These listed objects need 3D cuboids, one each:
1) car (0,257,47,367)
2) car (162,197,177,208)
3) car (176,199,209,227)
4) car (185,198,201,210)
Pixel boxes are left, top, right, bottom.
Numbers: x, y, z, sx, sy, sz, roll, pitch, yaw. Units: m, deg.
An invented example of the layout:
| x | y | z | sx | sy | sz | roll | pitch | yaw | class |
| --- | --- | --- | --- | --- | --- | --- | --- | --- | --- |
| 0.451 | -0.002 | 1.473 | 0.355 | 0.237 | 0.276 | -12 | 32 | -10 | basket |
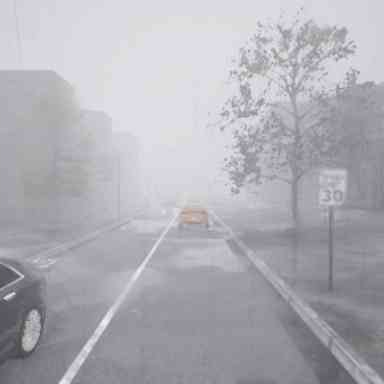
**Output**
| x | y | z | sx | sy | sz | roll | pitch | yaw | class |
| --- | --- | --- | --- | --- | --- | --- | --- | --- | --- |
| -3.099 | 1.503 | 3.172 | 1.837 | 1.490 | 4.892 | 0 | 0 | 0 | car |
| -3.049 | 1.393 | 46.657 | 1.882 | 1.535 | 5.008 | 0 | 1 | 0 | car |
| 0.112 | 1.466 | 22.632 | 1.882 | 1.535 | 5.008 | 0 | 0 | 0 | car |
| 0.124 | 1.530 | 42.587 | 1.994 | 1.385 | 4.181 | 0 | 0 | 0 | car |
